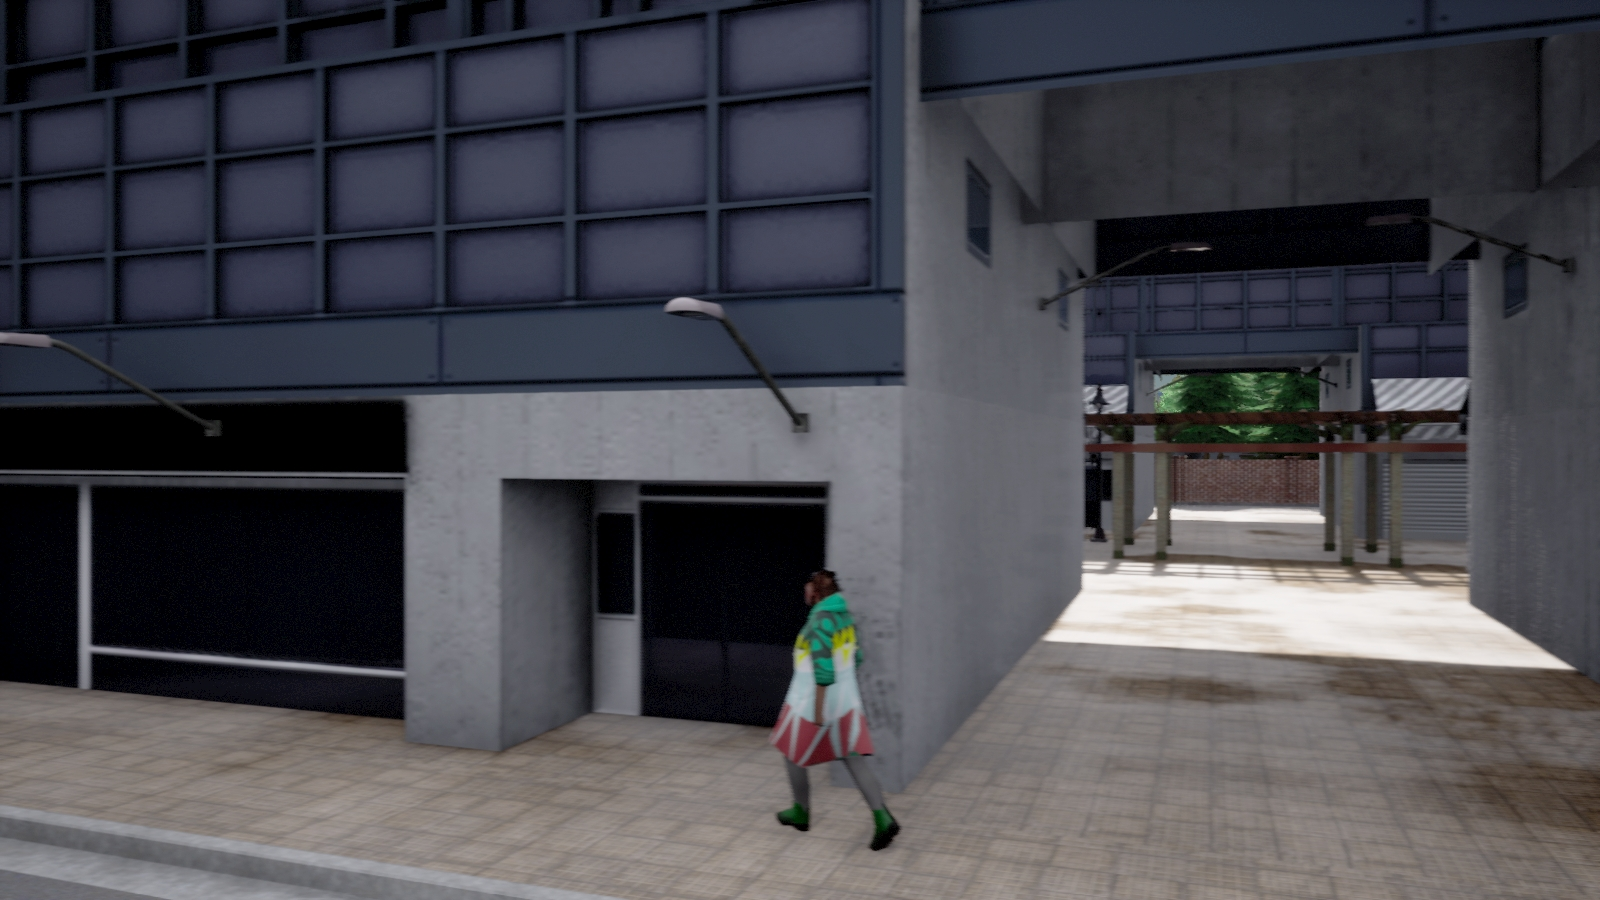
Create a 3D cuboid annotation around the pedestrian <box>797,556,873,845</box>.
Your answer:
[{"bbox_3d":[0.240,1.675,7.793,0.375,1.860,0.375,0,0,37],"label":"pedestrian"}]
